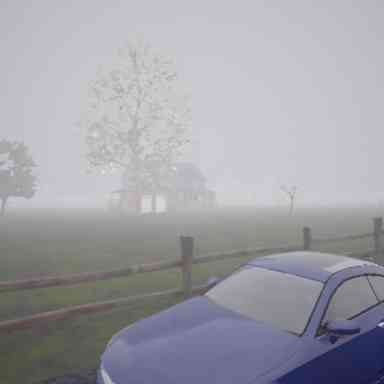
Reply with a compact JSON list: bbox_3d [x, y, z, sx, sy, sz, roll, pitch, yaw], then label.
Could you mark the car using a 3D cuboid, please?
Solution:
[{"bbox_3d":[1.247,1.529,3.970,4.674,1.442,1.812,0,0,-36],"label":"car"}]
